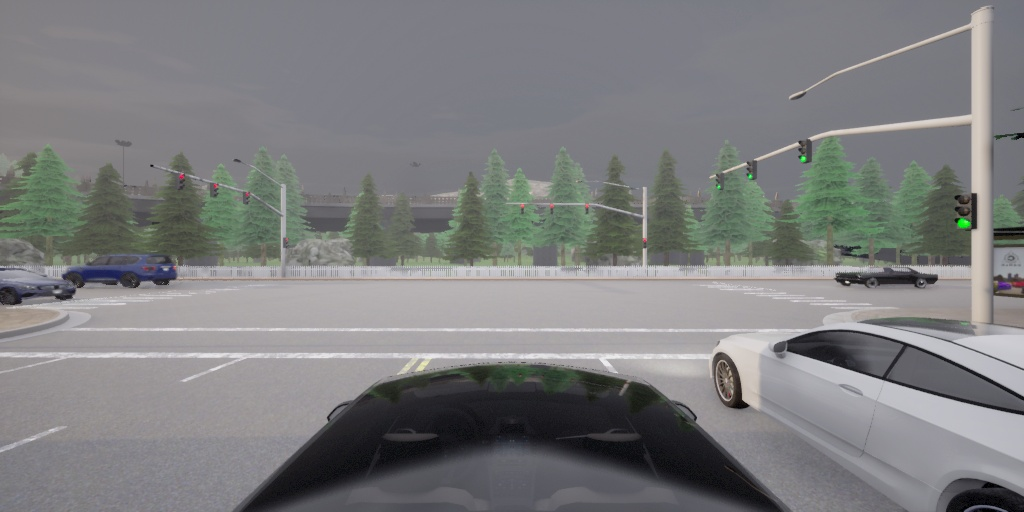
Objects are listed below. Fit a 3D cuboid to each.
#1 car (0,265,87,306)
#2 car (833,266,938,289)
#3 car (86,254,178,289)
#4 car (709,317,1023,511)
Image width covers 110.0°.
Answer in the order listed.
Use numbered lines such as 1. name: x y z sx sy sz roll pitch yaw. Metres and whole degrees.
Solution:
1. car: -21.125 1.220 14.870 4.674 1.442 1.812 0 0 1
2. car: 22.866 1.295 22.082 4.718 1.301 1.895 0 0 0
3. car: -24.041 0.916 22.140 5.566 2.045 2.150 0 0 0
4. car: 3.657 1.276 3.180 1.812 1.442 4.674 0 0 2
